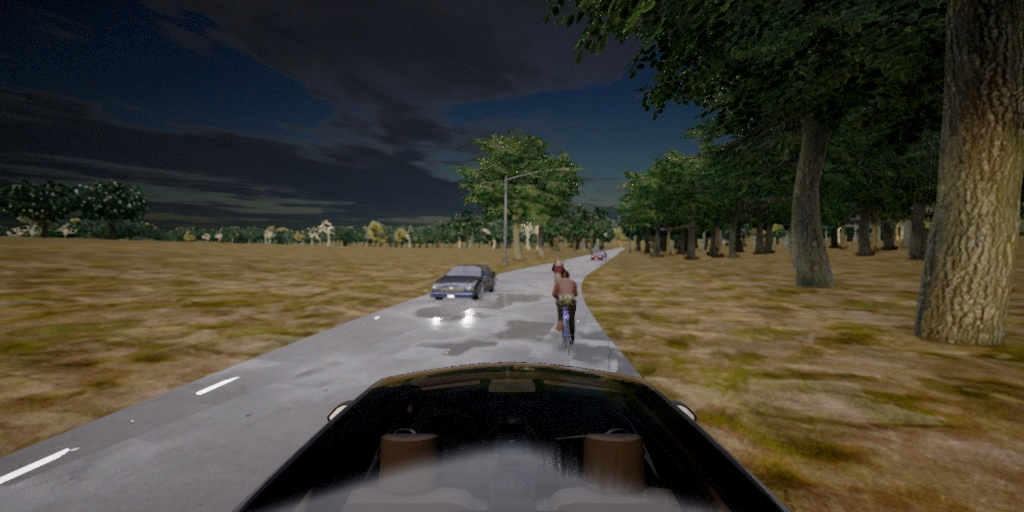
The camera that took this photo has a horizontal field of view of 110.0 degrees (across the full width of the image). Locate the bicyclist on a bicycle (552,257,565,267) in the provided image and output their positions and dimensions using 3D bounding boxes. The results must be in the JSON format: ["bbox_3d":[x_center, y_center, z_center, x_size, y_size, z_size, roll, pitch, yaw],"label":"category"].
[{"bbox_3d":[2.088,0.916,16.075,0.659,1.776,1.843,1,1,9],"label":"bicyclist on a bicycle"}]

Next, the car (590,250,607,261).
[{"bbox_3d":[14.699,0.104,61.707,1.895,1.301,4.718,1,2,18],"label":"car"}]

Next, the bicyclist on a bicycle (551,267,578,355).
[{"bbox_3d":[1.127,1.131,7.513,0.582,1.620,1.656,0,1,3],"label":"bicyclist on a bicycle"}]

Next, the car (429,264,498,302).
[{"bbox_3d":[-1.901,1.068,15.980,2.033,1.411,5.357,1,1,8],"label":"car"}]
